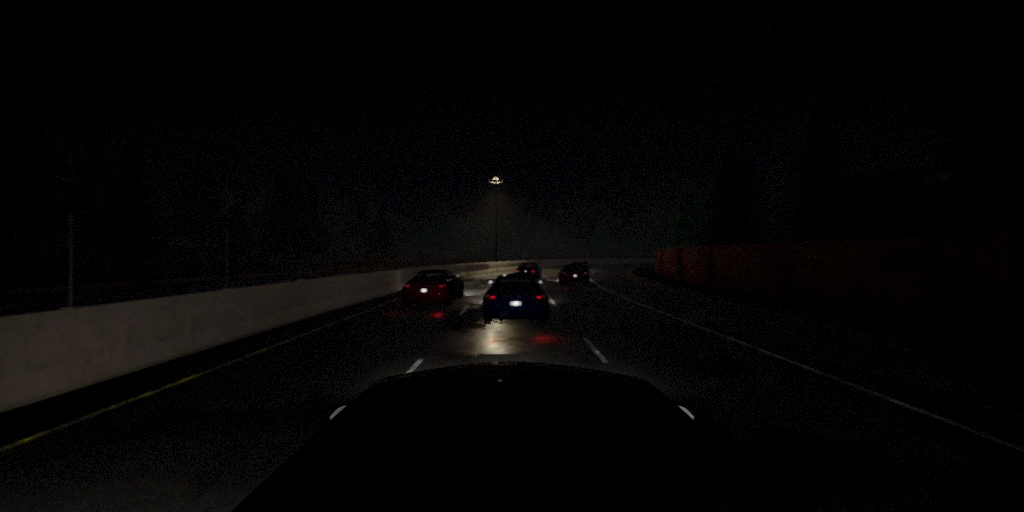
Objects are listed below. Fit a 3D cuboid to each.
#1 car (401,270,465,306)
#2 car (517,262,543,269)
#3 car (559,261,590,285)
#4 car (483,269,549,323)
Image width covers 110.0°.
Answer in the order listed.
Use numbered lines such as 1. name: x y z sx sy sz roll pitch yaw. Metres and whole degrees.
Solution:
1. car: -3.315 1.285 15.706 1.994 1.385 4.181 0 0 2
2. car: 1.481 1.239 30.250 2.033 1.411 5.357 0 0 10
3. car: 4.399 1.266 25.589 1.994 1.385 4.181 0 0 7
4. car: 0.123 1.293 12.018 1.994 1.385 4.181 0 0 0
